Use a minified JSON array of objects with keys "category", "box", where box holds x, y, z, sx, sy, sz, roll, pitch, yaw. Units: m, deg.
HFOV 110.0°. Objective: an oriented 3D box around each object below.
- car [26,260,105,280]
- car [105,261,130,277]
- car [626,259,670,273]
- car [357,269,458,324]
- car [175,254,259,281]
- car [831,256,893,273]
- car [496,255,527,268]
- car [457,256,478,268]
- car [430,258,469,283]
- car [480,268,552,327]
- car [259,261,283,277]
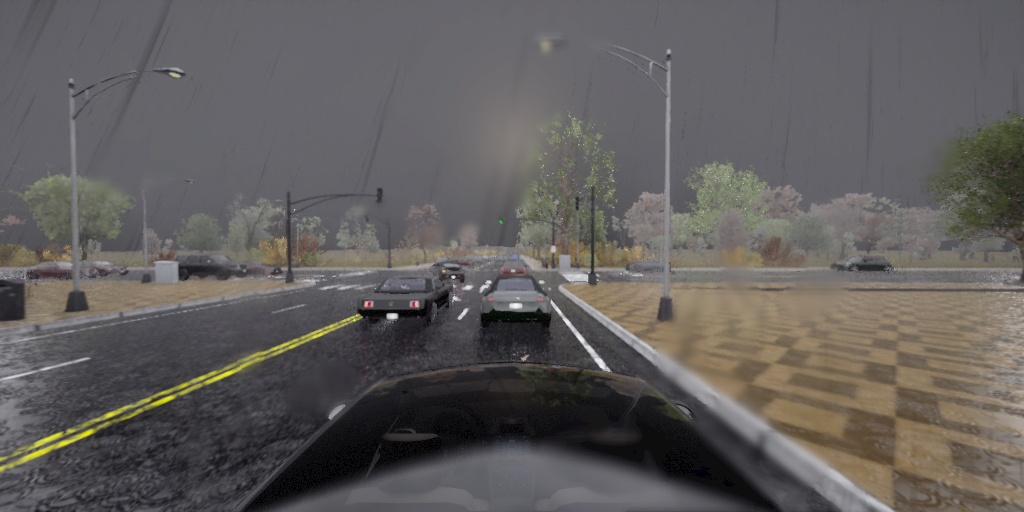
[{"category":"car","box":[-36.712,1.200,29.257,4.674,1.442,1.812,0,1,3]},{"category":"car","box":[-37.628,1.129,32.554,4.674,1.442,1.812,0,1,3]},{"category":"car","box":[13.715,0.987,36.378,4.181,1.385,1.994,0,1,3]},{"category":"car","box":[-3.147,1.284,11.671,1.895,1.301,4.718,0,0,0]},{"category":"car","box":[-23.976,0.884,28.683,5.566,2.045,2.150,0,1,3]},{"category":"car","box":[34.428,0.758,35.383,4.553,1.767,2.097,0,1,3]},{"category":"car","box":[0.074,1.010,26.702,2.097,1.767,4.553,0,1,0]},{"category":"car","box":[-6.478,1.011,50.731,1.895,1.301,4.718,0,0,1]},{"category":"car","box":[-4.930,1.175,26.867,1.837,1.490,4.892,1,0,-22]},{"category":"car","box":[0.103,1.249,11.296,1.994,1.385,4.181,0,0,0]},{"category":"car","box":[-22.808,1.156,31.893,4.181,1.385,1.994,0,1,3]}]
